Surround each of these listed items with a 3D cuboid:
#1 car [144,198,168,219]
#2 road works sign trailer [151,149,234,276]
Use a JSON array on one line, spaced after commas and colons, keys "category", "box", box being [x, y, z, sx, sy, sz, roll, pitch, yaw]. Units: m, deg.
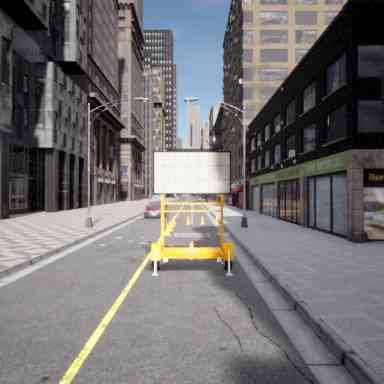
[{"category": "car", "box": [-3.097, 1.547, 29.308, 1.812, 1.442, 4.674, 0, 0, 0]}, {"category": "road works sign trailer", "box": [0.007, 0.467, 10.360, 2.380, 3.560, 2.880, 0, 0, 0]}]
